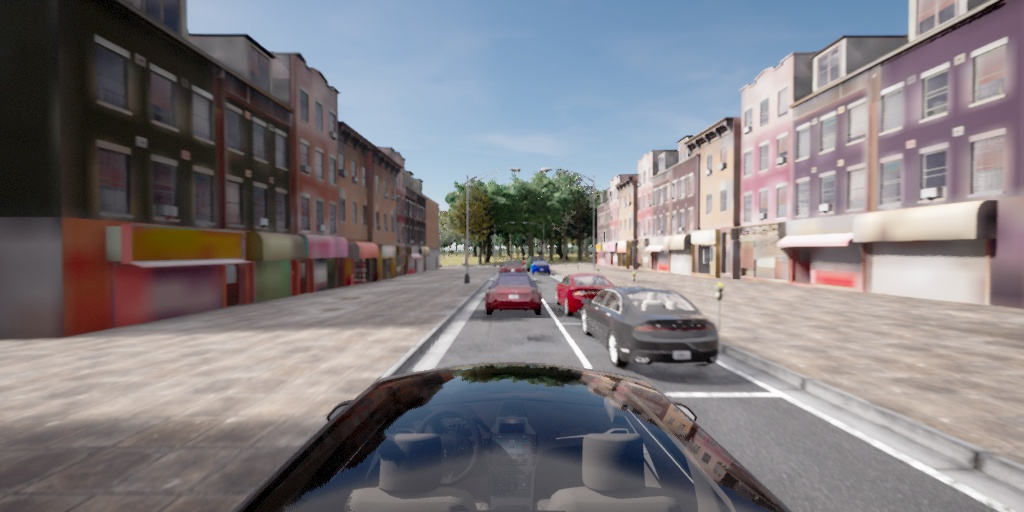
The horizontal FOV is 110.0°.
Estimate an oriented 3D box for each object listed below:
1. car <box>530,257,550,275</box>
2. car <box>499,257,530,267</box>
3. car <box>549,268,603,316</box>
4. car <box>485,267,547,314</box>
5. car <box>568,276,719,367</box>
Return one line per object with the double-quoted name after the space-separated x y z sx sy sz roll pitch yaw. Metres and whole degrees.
3.014 1.219 38.619 1.882 1.535 5.008 0 0 0 "car"
0.065 1.088 28.476 2.097 1.767 4.553 0 0 0 "car"
2.636 1.285 13.139 1.888 1.381 4.507 0 0 0 "car"
0.068 1.303 13.711 1.994 1.385 4.181 0 0 0 "car"
2.636 1.295 7.732 2.007 1.370 4.403 0 0 0 "car"
